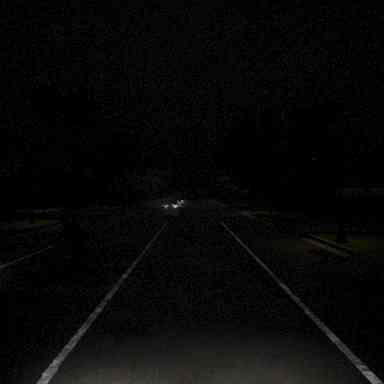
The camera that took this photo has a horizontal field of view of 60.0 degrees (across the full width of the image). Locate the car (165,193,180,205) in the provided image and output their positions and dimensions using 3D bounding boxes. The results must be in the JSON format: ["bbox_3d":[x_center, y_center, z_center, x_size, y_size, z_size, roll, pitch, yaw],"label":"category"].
[{"bbox_3d":[-3.620,1.478,58.555,1.882,1.535,5.008,0,1,0],"label":"car"}]

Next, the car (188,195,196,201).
[{"bbox_3d":[-0.053,1.478,88.032,1.882,1.535,5.008,0,0,0],"label":"car"}]

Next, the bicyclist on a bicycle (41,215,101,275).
[{"bbox_3d":[-3.332,1.455,9.130,1.656,1.620,0.582,-2,0,0],"label":"bicyclist on a bicycle"}]

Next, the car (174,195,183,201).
[{"bbox_3d":[-3.554,1.522,89.016,2.128,1.511,4.902,0,0,0],"label":"car"}]

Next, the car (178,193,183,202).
[{"bbox_3d":[-3.545,1.225,73.398,2.150,2.045,5.566,0,0,0],"label":"car"}]
